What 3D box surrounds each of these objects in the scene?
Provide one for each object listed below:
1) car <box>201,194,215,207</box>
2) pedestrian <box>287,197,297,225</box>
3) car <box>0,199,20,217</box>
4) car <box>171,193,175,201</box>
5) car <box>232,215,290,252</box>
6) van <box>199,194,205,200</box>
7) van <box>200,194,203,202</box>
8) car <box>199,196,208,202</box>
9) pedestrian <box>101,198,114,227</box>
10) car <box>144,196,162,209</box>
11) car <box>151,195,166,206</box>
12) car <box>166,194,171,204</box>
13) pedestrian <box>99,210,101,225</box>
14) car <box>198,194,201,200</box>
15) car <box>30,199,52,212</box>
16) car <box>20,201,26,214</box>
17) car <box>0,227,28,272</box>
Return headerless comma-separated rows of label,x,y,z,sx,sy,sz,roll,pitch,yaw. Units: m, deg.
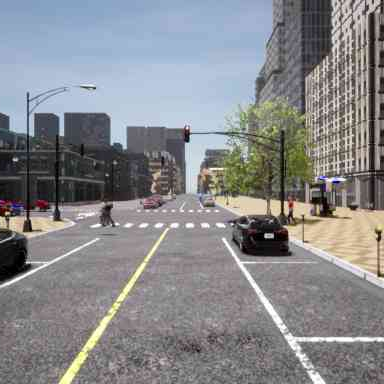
car,2.711,1.529,51.889,1.752,1.417,4.829,0,0,0
pedestrian,6.103,1.143,20.648,0.375,1.860,0.375,0,0,0
car,-17.139,1.101,26.800,5.009,1.841,2.192,1,-1,-1
car,-5.661,1.532,79.304,1.752,1.417,4.829,0,0,0
car,2.698,1.567,13.690,1.947,1.339,4.313,0,0,0
van,2.725,1.349,90.576,1.690,1.788,3.998,0,0,0
van,2.714,1.345,57.270,1.690,1.788,3.998,0,0,0
car,2.720,1.573,79.474,1.947,1.339,4.313,0,0,0
pedestrian,-5.421,1.295,21.298,0.375,1.860,0.375,0,0,0
car,-5.672,1.585,46.168,1.802,1.307,4.206,0,0,0
car,-5.669,1.318,51.719,2.192,1.841,5.009,0,0,0
car,-5.666,1.555,62.822,2.008,1.369,4.403,0,0,0
pedestrian,-5.787,1.295,21.872,0.375,1.860,0.375,0,0,0
car,2.716,1.556,68.372,2.008,1.369,4.403,0,0,0
car,-17.257,1.372,35.175,4.507,1.381,1.887,1,-1,-1
car,-17.363,1.322,29.371,4.674,1.442,1.812,1,0,-2
car,-5.684,1.566,8.153,1.947,1.339,4.313,0,0,0
